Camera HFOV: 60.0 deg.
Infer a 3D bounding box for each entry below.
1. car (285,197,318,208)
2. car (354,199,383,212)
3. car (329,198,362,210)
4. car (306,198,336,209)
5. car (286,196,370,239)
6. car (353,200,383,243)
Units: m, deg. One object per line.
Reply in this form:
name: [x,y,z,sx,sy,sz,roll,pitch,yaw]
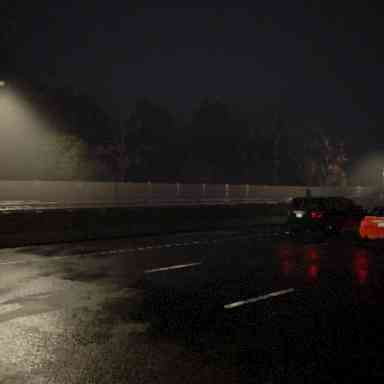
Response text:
car: [16.548,1.551,50.130,4.902,1.511,2.128,0,0,-35]
car: [22.287,1.622,41.337,4.181,1.385,1.994,0,0,-35]
car: [20.529,1.584,44.379,4.674,1.442,1.812,0,0,-35]
car: [18.212,1.622,47.024,4.181,1.385,1.994,0,0,-35]
car: [7.360,1.231,17.591,5.566,2.045,2.150,0,0,-35]
car: [9.503,1.361,14.823,4.553,1.767,2.097,0,0,-35]
